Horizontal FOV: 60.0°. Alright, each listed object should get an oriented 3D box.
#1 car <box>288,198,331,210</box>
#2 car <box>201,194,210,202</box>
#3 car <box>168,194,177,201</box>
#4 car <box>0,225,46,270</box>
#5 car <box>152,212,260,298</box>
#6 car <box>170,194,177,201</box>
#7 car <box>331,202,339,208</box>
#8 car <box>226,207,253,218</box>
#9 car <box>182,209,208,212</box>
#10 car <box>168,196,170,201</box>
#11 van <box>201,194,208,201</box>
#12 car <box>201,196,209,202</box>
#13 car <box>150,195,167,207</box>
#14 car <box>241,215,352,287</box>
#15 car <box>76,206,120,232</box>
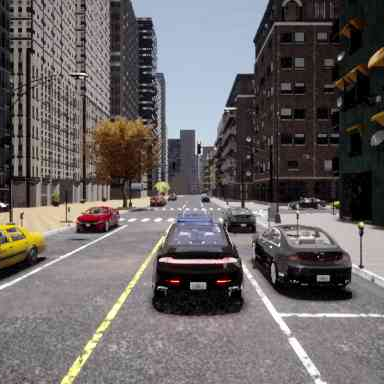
[{"bbox_3d":[13.620,1.359,39.489,4.403,1.369,2.008,-1,1,0],"label":"car"},{"bbox_3d":[3.059,1.630,74.615,1.947,1.339,4.313,0,0,0],"label":"car"},{"bbox_3d":[-5.239,1.409,91.226,2.192,1.841,5.009,0,0,0],"label":"car"},{"bbox_3d":[-5.649,1.526,8.943,1.752,1.417,4.829,0,0,0],"label":"car"},{"bbox_3d":[0.130,1.492,8.473,2.128,1.511,4.902,0,0,0],"label":"car"},{"bbox_3d":[-5.266,1.649,85.704,1.947,1.339,4.313,0,0,0],"label":"car"},{"bbox_3d":[19.017,1.259,39.516,4.829,1.417,1.752,-1,1,0],"label":"car"},{"bbox_3d":[2.787,1.555,20.137,2.008,1.369,4.403,0,0,0],"label":"car"},{"bbox_3d":[0.167,1.605,18.591,1.895,1.301,4.718,0,0,1],"label":"car"},{"bbox_3d":[-5.404,1.607,58.089,1.947,1.339,4.313,0,0,0],"label":"car"},{"bbox_3d":[3.114,1.424,85.662,1.690,1.788,3.998,0,0,0],"label":"van"},{"bbox_3d":[3.088,1.598,80.308,1.752,1.417,4.829,0,0,0],"label":"car"},{"bbox_3d":[-5.432,1.349,52.567,2.192,1.841,5.009,0,0,0],"label":"car"},{"bbox_3d":[2.732,1.551,9.071,2.008,1.369,4.403,0,0,0],"label":"car"},{"bbox_3d":[-5.593,1.549,20.179,1.887,1.381,4.507,0,0,0],"label":"car"}]
